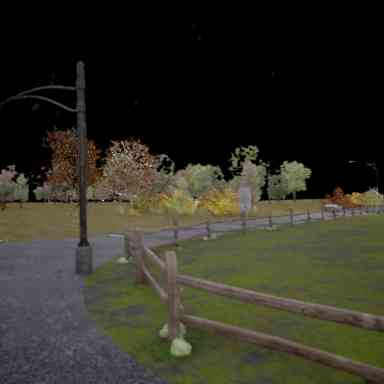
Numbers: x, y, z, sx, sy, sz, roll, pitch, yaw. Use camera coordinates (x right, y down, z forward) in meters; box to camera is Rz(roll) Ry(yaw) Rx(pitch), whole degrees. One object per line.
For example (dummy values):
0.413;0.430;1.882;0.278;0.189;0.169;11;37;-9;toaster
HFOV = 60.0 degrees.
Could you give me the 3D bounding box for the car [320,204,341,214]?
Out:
21.338;2.587;51.189;2.033;1.411;5.357;-2;-2;40;car
